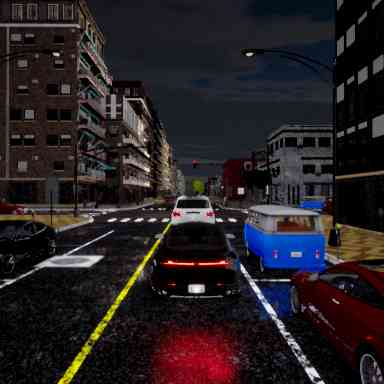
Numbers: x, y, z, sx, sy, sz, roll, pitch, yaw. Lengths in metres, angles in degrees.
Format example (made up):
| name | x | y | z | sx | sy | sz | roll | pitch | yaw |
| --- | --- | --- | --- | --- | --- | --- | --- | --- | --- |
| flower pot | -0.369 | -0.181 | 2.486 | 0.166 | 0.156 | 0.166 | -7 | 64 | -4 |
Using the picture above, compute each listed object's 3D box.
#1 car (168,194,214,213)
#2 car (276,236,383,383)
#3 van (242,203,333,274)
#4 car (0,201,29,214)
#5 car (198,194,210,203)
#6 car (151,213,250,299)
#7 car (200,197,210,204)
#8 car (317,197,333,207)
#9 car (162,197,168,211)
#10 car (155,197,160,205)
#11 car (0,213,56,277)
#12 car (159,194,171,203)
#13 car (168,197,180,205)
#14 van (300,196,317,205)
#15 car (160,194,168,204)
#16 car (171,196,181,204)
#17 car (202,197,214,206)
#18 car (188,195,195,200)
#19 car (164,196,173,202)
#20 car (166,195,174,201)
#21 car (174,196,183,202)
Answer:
| name | x | y | z | sx | sy | sz | roll | pitch | yaw |
| --- | --- | --- | --- | --- | --- | --- | --- | --- | --- |
| car | 0.051 | 1.225 | 18.448 | 2.150 | 2.045 | 5.566 | 0 | 0 | 0 |
| car | 2.651 | 1.582 | 4.576 | 1.802 | 1.307 | 4.206 | 0 | 0 | 0 |
| van | 2.639 | 1.342 | 10.265 | 1.690 | 1.788 | 3.998 | 0 | 0 | 0 |
| car | -17.531 | 1.535 | 31.034 | 4.206 | 1.307 | 1.802 | 0 | 0 | 0 |
| car | 2.544 | 1.375 | 71.670 | 2.192 | 1.841 | 5.009 | 0 | 0 | 0 |
| car | 0.080 | 1.506 | 8.447 | 1.837 | 1.490 | 4.892 | 0 | 0 | 0 |
| car | 2.555 | 1.633 | 66.130 | 1.802 | 1.307 | 4.206 | 0 | 0 | 0 |
| car | 14.857 | 1.359 | 31.182 | 5.009 | 1.841 | 2.192 | 0 | 0 | 0 |
| car | -0.261 | 1.573 | 36.902 | 5.357 | 1.411 | 2.033 | 0 | 0 | 0 |
| car | -5.814 | 1.569 | 60.402 | 1.752 | 1.417 | 4.829 | 0 | 0 | 0 |
| car | -5.709 | 1.567 | 10.273 | 1.947 | 1.339 | 4.313 | 0 | 0 | 0 |
| car | -5.836 | 1.375 | 71.652 | 2.192 | 1.841 | 5.009 | 0 | 0 | 0 |
| car | -3.199 | 1.642 | 59.063 | 1.895 | 1.301 | 4.718 | 0 | 0 | 0 |
| van | 14.817 | 1.426 | 39.562 | 3.998 | 1.788 | 1.690 | 0 | 0 | 0 |
| car | -3.204 | 1.382 | 50.120 | 2.097 | 1.767 | 4.553 | 0 | 0 | 0 |
| car | -3.156 | 1.580 | 68.119 | 1.812 | 1.442 | 4.674 | 0 | 0 | 0 |
| car | 2.578 | 1.562 | 55.222 | 1.752 | 1.417 | 4.829 | 0 | 0 | 0 |
| car | -0.191 | 1.584 | 91.885 | 1.895 | 1.301 | 4.718 | 0 | 0 | 0 |
| car | -5.861 | 1.631 | 82.730 | 2.008 | 1.369 | 4.403 | 0 | 0 | 0 |
| car | -5.872 | 1.617 | 88.099 | 1.752 | 1.417 | 4.829 | 0 | 0 | 0 |
| car | -3.164 | 1.624 | 78.135 | 1.994 | 1.385 | 4.181 | 0 | 0 | 0 |
